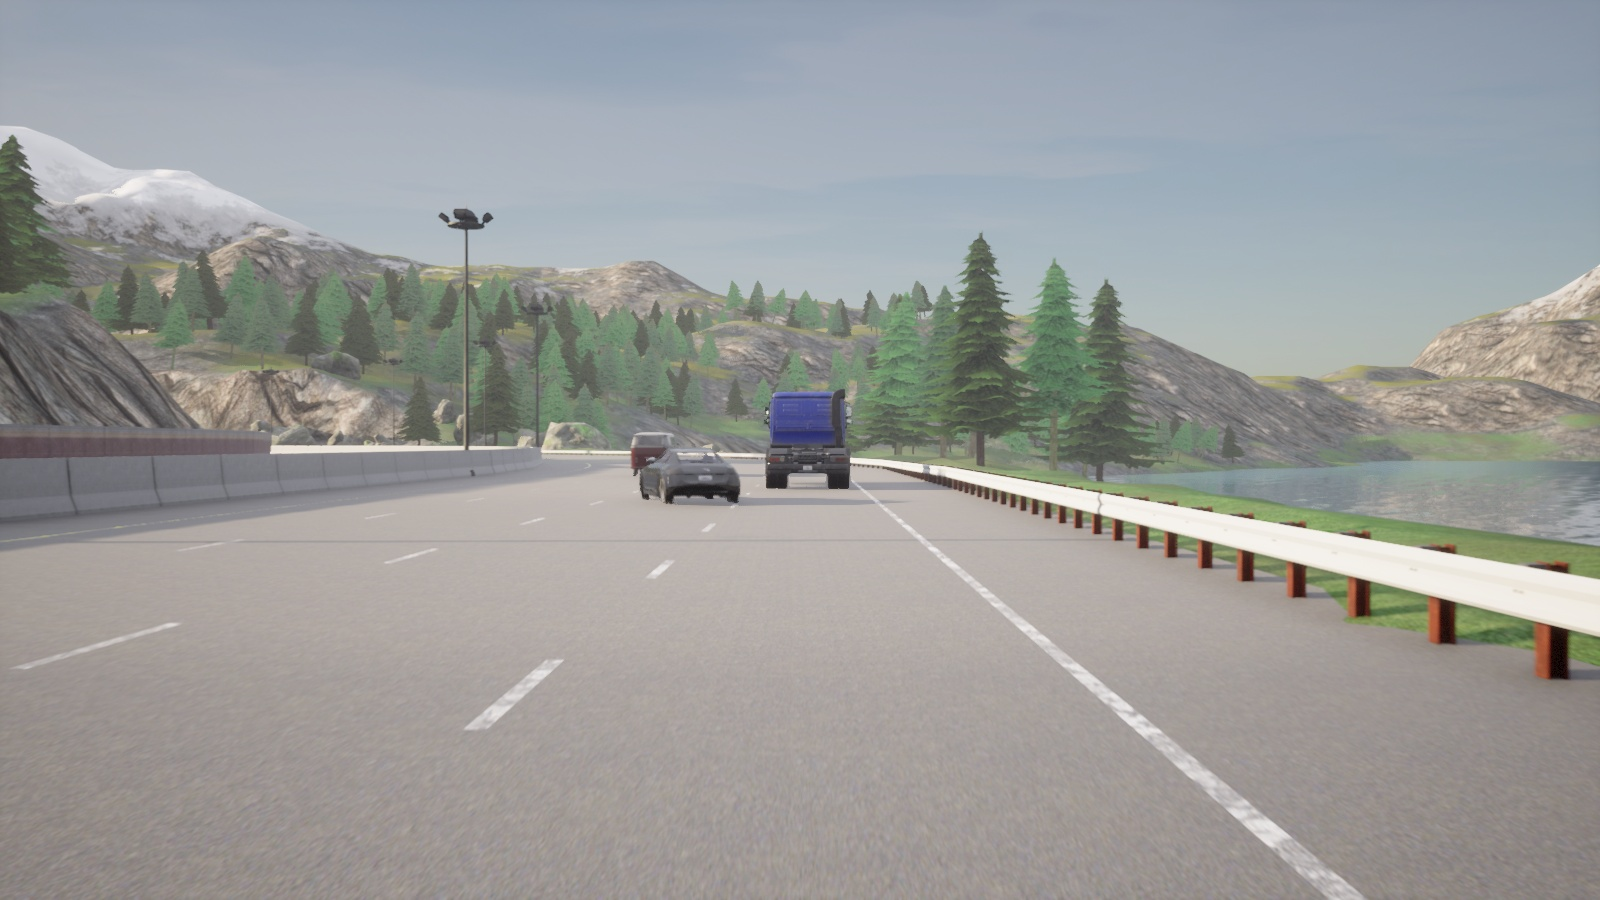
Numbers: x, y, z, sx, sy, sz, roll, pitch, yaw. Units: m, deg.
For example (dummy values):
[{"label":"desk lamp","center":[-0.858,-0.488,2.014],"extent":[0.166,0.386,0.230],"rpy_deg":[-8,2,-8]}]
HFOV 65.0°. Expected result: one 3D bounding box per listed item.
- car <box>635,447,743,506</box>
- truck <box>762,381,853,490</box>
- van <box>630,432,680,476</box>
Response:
[{"label":"car","center":[-2.952,0.625,32.530],"extent":[1.994,1.385,4.181],"rpy_deg":[0,0,-17]},{"label":"truck","center":[0.268,-0.483,43.941],"extent":[2.891,3.462,7.936],"rpy_deg":[0,0,0]},{"label":"van","center":[-6.666,0.167,58.030],"extent":[1.775,1.987,4.442],"rpy_deg":[0,0,0]}]
